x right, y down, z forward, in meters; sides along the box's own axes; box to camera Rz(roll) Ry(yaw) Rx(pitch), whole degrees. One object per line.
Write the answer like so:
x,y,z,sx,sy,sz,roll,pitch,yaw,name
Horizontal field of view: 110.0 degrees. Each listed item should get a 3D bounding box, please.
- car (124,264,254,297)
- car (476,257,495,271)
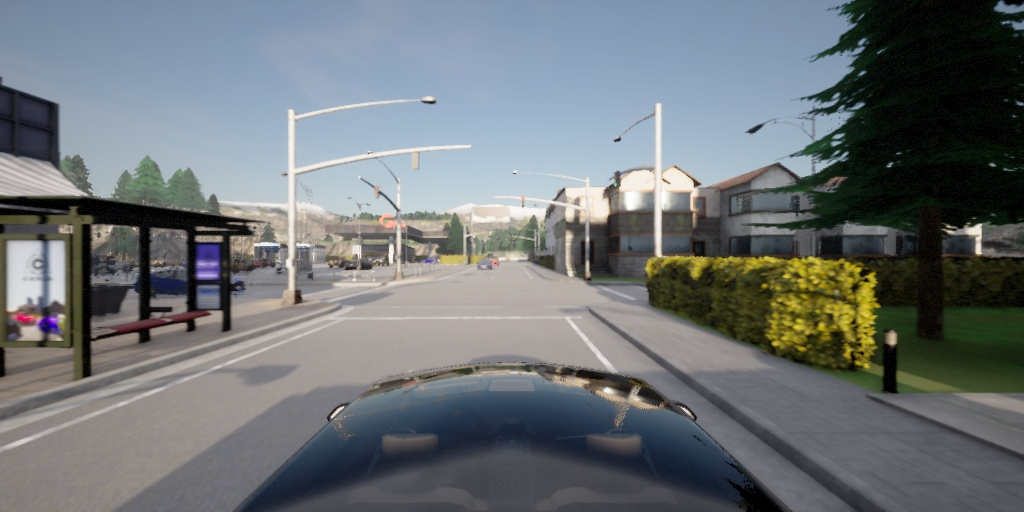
-17.301,1.409,19.397,5.008,1.535,1.882,1,0,0,car
-3.588,1.163,47.897,1.812,1.442,4.674,0,0,0,car
